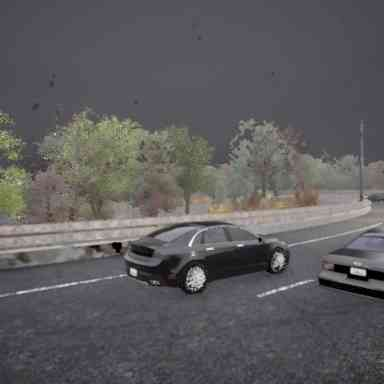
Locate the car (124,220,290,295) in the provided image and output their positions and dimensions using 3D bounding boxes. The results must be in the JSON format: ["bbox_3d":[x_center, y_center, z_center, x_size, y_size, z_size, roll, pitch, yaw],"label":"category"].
[{"bbox_3d":[0.620,1.527,8.855,4.892,1.490,1.837,0,0,-38],"label":"car"}]

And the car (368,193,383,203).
[{"bbox_3d":[37.482,1.159,67.344,2.150,2.045,5.566,0,0,11],"label":"car"}]

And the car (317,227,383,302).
[{"bbox_3d":[5.060,1.556,7.898,5.357,1.411,2.033,0,0,-40],"label":"car"}]
